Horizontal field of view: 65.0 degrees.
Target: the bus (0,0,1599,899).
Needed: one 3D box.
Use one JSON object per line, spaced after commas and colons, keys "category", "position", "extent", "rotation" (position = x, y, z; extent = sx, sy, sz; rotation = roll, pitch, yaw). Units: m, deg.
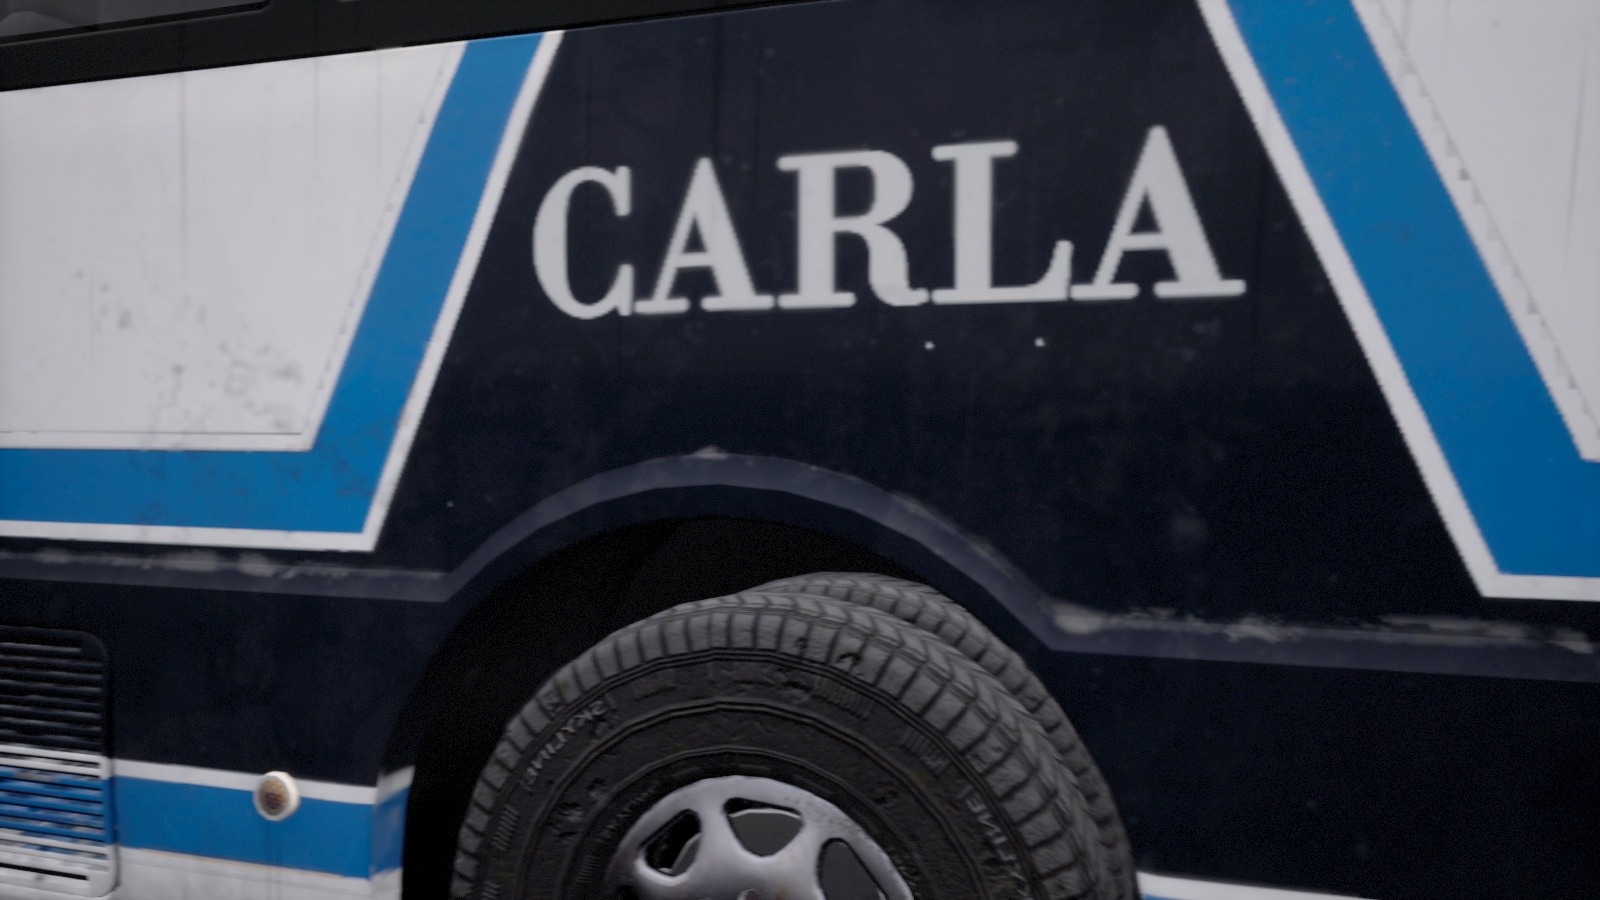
{"category": "bus", "position": [-2.267, -0.637, 4.463], "extent": [10.273, 4.253, 3.944], "rotation": [1, 1, 19]}
